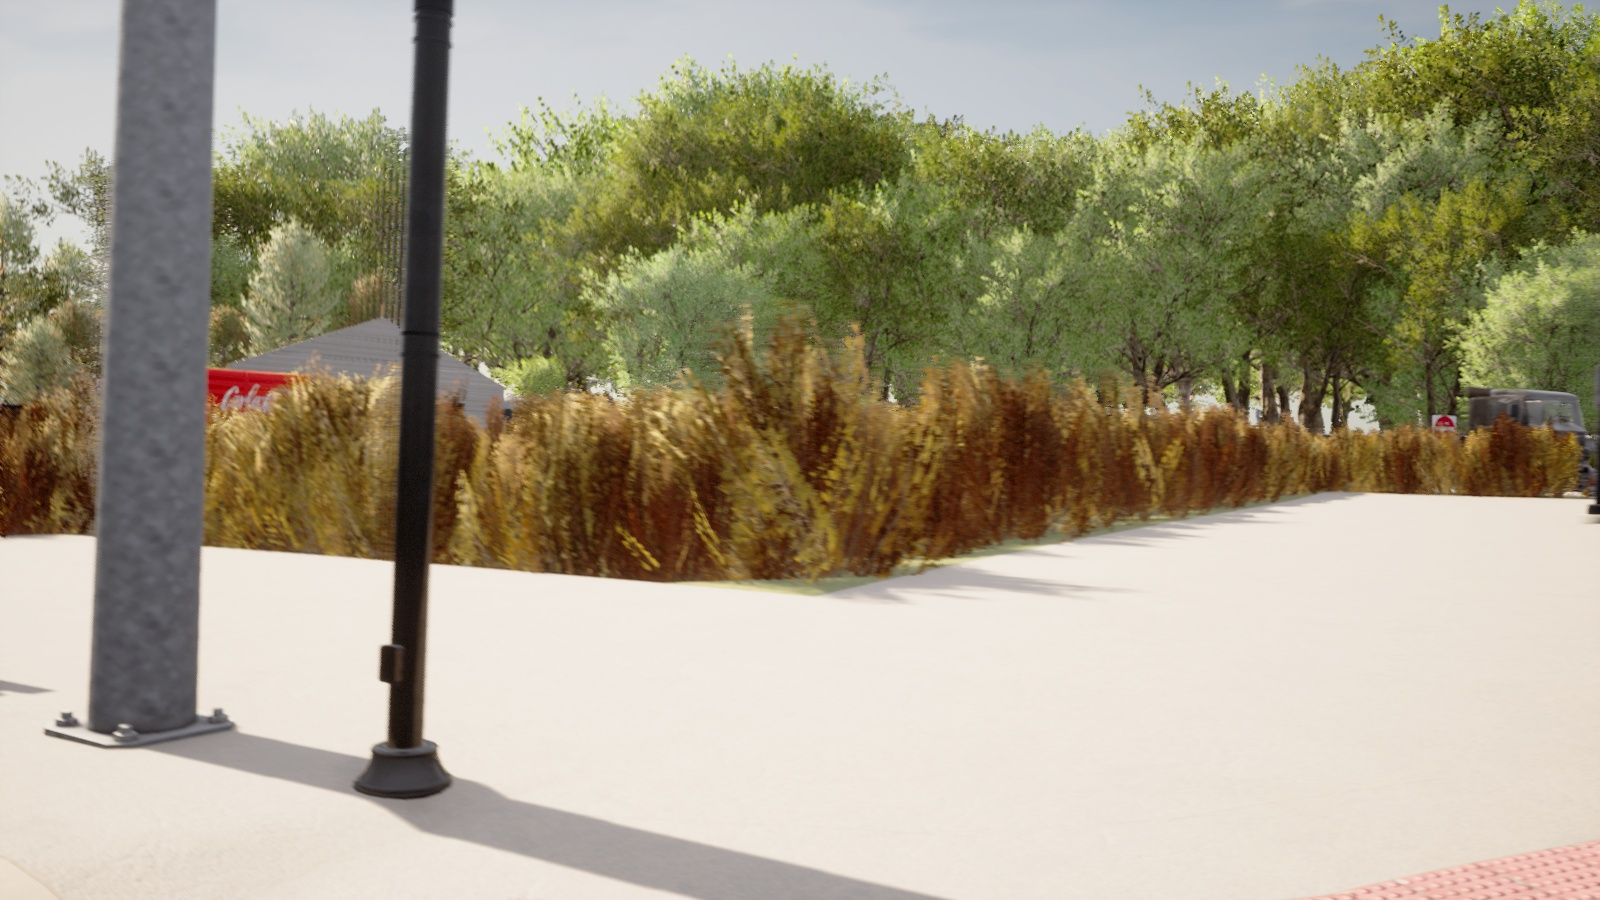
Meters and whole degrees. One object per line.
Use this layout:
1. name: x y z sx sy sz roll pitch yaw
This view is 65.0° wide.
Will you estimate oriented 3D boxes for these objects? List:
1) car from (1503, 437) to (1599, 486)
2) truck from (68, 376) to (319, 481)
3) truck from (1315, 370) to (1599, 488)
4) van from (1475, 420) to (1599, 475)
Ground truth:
1. car: 25.054 0.357 41.699 1.789 1.549 3.705 0 1 9
2. truck: -15.513 -0.562 32.398 2.627 2.467 5.204 2 1 34
3. truck: 21.074 -0.588 40.875 2.891 3.462 7.936 0 0 -28
4. van: 29.466 -0.134 50.024 4.442 1.987 1.775 -3 2 -13
